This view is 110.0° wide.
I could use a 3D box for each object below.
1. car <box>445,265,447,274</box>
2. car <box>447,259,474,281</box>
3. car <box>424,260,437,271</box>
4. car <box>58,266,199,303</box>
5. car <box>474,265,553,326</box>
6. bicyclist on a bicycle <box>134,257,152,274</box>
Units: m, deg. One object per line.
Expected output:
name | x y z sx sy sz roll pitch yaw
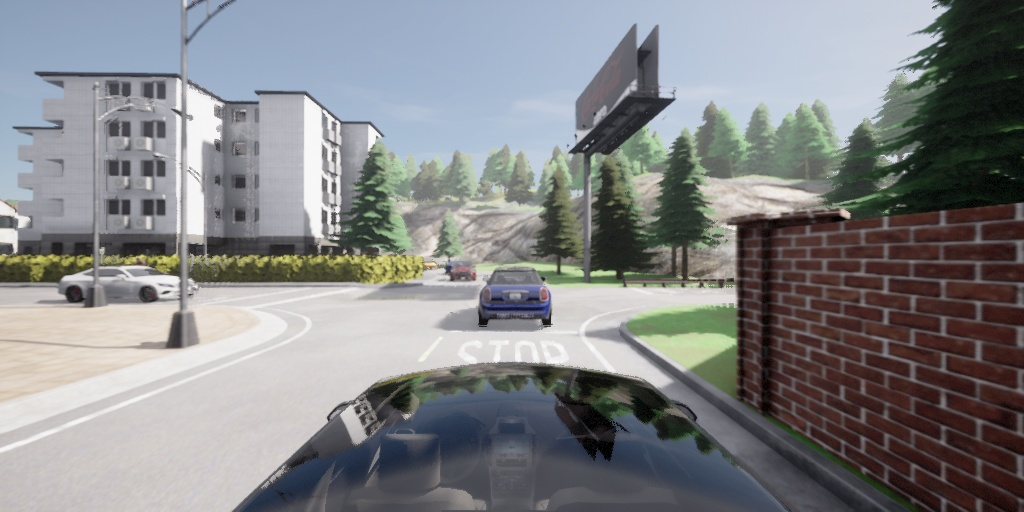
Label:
car | -6.243 1.305 40.306 1.882 1.535 5.008 0 0 -20
car | -4.127 1.160 30.452 2.097 1.767 4.553 0 0 -8
car | -12.725 1.330 52.669 1.882 1.535 5.008 0 0 -38
car | -15.849 1.126 14.913 4.674 1.442 1.812 0 0 -1
car | 0.090 1.091 11.889 2.097 1.767 4.553 0 1 0
bicyclist on a bicycle | -23.056 0.916 22.267 0.582 1.620 1.656 0 0 -1
